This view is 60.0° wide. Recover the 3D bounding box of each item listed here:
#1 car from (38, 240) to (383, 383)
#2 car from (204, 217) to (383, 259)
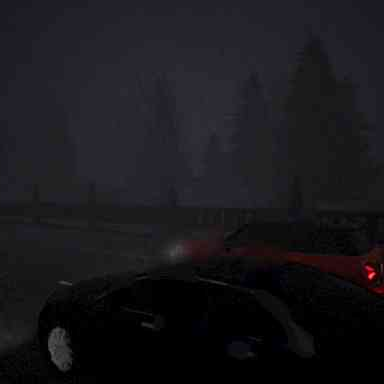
[{"bbox_3d":[0.136,1.509,3.895,4.892,1.490,1.837,0,0,35],"label":"car"},{"bbox_3d":[1.631,1.358,7.128,4.553,1.767,2.097,0,0,36],"label":"car"}]
